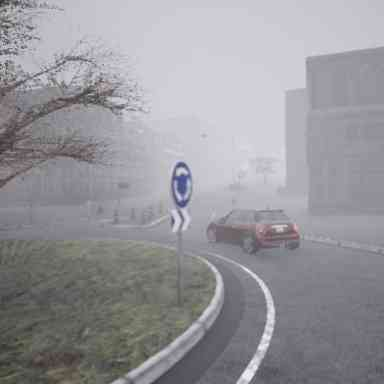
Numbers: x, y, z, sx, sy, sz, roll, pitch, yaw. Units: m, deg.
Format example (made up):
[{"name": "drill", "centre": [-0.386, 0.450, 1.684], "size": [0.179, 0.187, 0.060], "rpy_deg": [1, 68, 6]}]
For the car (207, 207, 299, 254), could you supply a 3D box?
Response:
[{"name": "car", "centre": [2.396, 1.433, 14.203], "size": [2.097, 1.767, 4.553], "rpy_deg": [-1, 0, -23]}]

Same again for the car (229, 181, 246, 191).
[{"name": "car", "centre": [7.615, -1.039, 55.430], "size": [1.837, 1.490, 4.892], "rpy_deg": [0, 6, 26]}]
